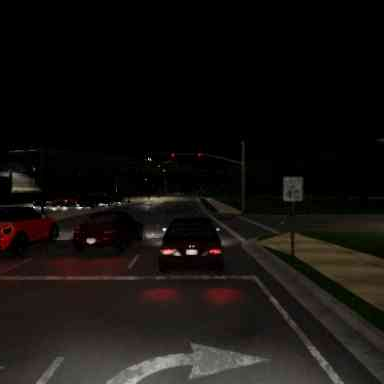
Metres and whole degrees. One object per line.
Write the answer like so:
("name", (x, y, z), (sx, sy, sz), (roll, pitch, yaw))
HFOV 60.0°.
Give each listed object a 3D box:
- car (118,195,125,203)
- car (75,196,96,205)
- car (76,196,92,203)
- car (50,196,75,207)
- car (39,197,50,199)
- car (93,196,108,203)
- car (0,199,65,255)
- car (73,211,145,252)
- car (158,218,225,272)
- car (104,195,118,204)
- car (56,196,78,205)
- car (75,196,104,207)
("car", (-15.906, 1.504, 72.478), (1.837, 1.490, 4.892), (0, 0, 0))
("car", (-19.465, 1.552, 60.899), (2.033, 1.411, 5.357), (0, 0, 0))
("car", (-22.914, 1.558, 70.932), (1.994, 1.385, 4.181), (0, 0, 0))
("car", (-19.561, 1.357, 51.488), (2.097, 1.767, 4.553), (0, 0, 1))
("car", (-23.046, 1.510, 52.047), (1.837, 1.490, 4.892), (0, 0, 1))
("car", (-19.415, 1.600, 70.856), (1.895, 1.301, 4.718), (0, 0, 0))
("car", (-7.137, 1.353, 13.429), (2.097, 1.767, 4.553), (0, 0, -1))
("car", (-3.300, 1.526, 13.855), (1.812, 1.442, 4.674), (0, 0, 5))
("car", (-0.023, 1.548, 10.789), (2.033, 1.411, 5.357), (0, 0, 0))
("car", (-15.958, 1.552, 62.299), (2.033, 1.411, 5.357), (0, 0, 0))
("car", (-22.964, 1.497, 61.173), (2.128, 1.511, 4.902), (0, 0, 0))
("car", (-16.053, 1.551, 52.239), (2.033, 1.411, 5.357), (0, 0, 1))
